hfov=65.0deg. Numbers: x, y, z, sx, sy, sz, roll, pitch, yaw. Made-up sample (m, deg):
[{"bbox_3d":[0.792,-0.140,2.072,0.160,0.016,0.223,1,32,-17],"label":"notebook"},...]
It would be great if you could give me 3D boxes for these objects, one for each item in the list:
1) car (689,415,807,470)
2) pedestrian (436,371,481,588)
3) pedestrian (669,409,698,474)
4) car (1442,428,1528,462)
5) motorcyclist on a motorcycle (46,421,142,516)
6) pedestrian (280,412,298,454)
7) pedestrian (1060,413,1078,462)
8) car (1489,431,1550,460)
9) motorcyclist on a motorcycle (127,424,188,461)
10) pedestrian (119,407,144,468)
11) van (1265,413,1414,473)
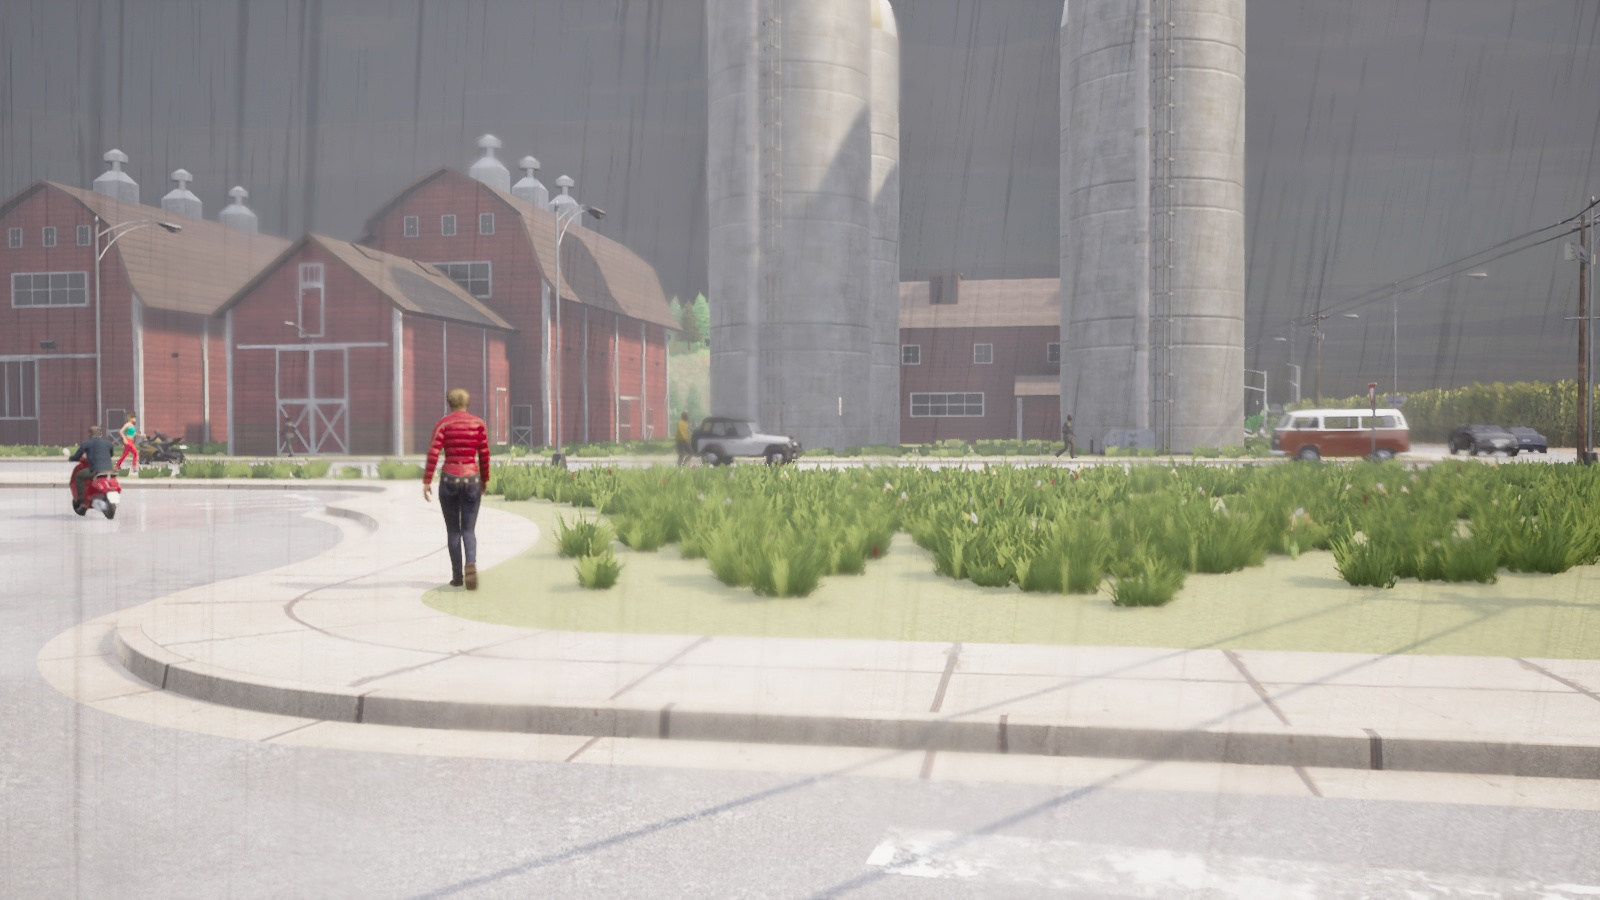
[{"bbox_3d":[-1.804,-0.290,44.373,3.866,1.878,1.905,0,1,10],"label":"car"},{"bbox_3d":[-3.012,0.246,11.066,0.331,1.846,0.636,0,1,-20],"label":"pedestrian"},{"bbox_3d":[-3.300,-0.259,35.699,0.726,1.835,0.370,1,1,22],"label":"pedestrian"},{"bbox_3d":[31.506,-0.272,57.915,2.128,1.511,4.902,0,1,11],"label":"car"},{"bbox_3d":[-12.261,0.288,21.796,1.817,1.590,0.866,1,2,41],"label":"motorcyclist on a motorcycle"},{"bbox_3d":[-23.314,-0.785,57.283,0.666,1.930,0.402,1,1,25],"label":"pedestrian"},{"bbox_3d":[10.613,-0.486,49.560,0.692,1.930,0.395,0,1,12],"label":"pedestrian"},{"bbox_3d":[36.468,-0.265,63.775,1.994,1.385,4.181,1,1,20],"label":"car"},{"bbox_3d":[-26.683,-0.309,52.159,2.191,1.530,0.866,0,1,10],"label":"motorcyclist on a motorcycle"},{"bbox_3d":[-20.113,-0.368,37.769,0.594,1.836,0.345,0,1,-13],"label":"pedestrian"},{"bbox_3d":[18.983,-0.279,44.380,4.480,2.038,2.069,0,1,11],"label":"van"}]
